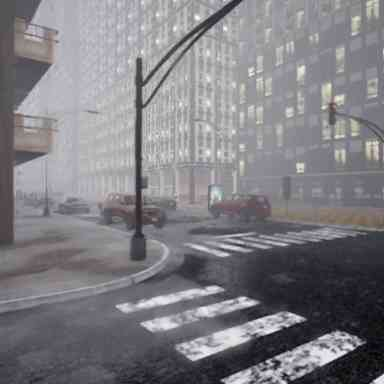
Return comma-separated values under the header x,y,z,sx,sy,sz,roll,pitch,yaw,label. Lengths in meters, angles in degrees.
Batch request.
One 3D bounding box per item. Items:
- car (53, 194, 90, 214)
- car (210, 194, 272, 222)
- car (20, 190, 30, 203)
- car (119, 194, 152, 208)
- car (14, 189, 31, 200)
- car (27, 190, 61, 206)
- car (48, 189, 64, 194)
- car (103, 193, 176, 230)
x,y,z,sx,sy,sz,roll,pitch,yaw,label
-9.864,1.076,27.731,1.802,1.307,4.206,2,0,-36,car
3.406,1.043,23.729,2.192,1.841,5.009,2,0,-36,car
-19.640,0.761,41.192,1.802,1.307,4.206,2,0,-36,car
-6.380,0.982,37.195,1.947,1.339,4.313,2,0,-36,car
-26.158,0.512,50.167,1.887,1.381,4.507,2,0,-36,car
-16.381,0.835,36.705,2.008,1.369,4.403,2,0,-36,car
-25.938,0.327,64.125,1.887,1.381,4.507,2,0,-36,car
-3.338,1.016,18.756,2.192,1.841,5.009,2,0,-36,car
